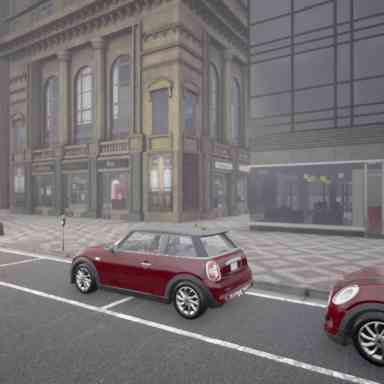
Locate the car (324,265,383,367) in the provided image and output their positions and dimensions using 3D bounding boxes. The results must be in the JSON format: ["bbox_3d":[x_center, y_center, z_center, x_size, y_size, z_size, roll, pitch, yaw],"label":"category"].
[{"bbox_3d":[3.923,1.441,4.342,4.097,1.590,1.967,0,0,32],"label":"car"}]

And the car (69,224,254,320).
[{"bbox_3d":[-0.833,1.444,7.371,4.097,1.590,1.967,0,0,32],"label":"car"}]
